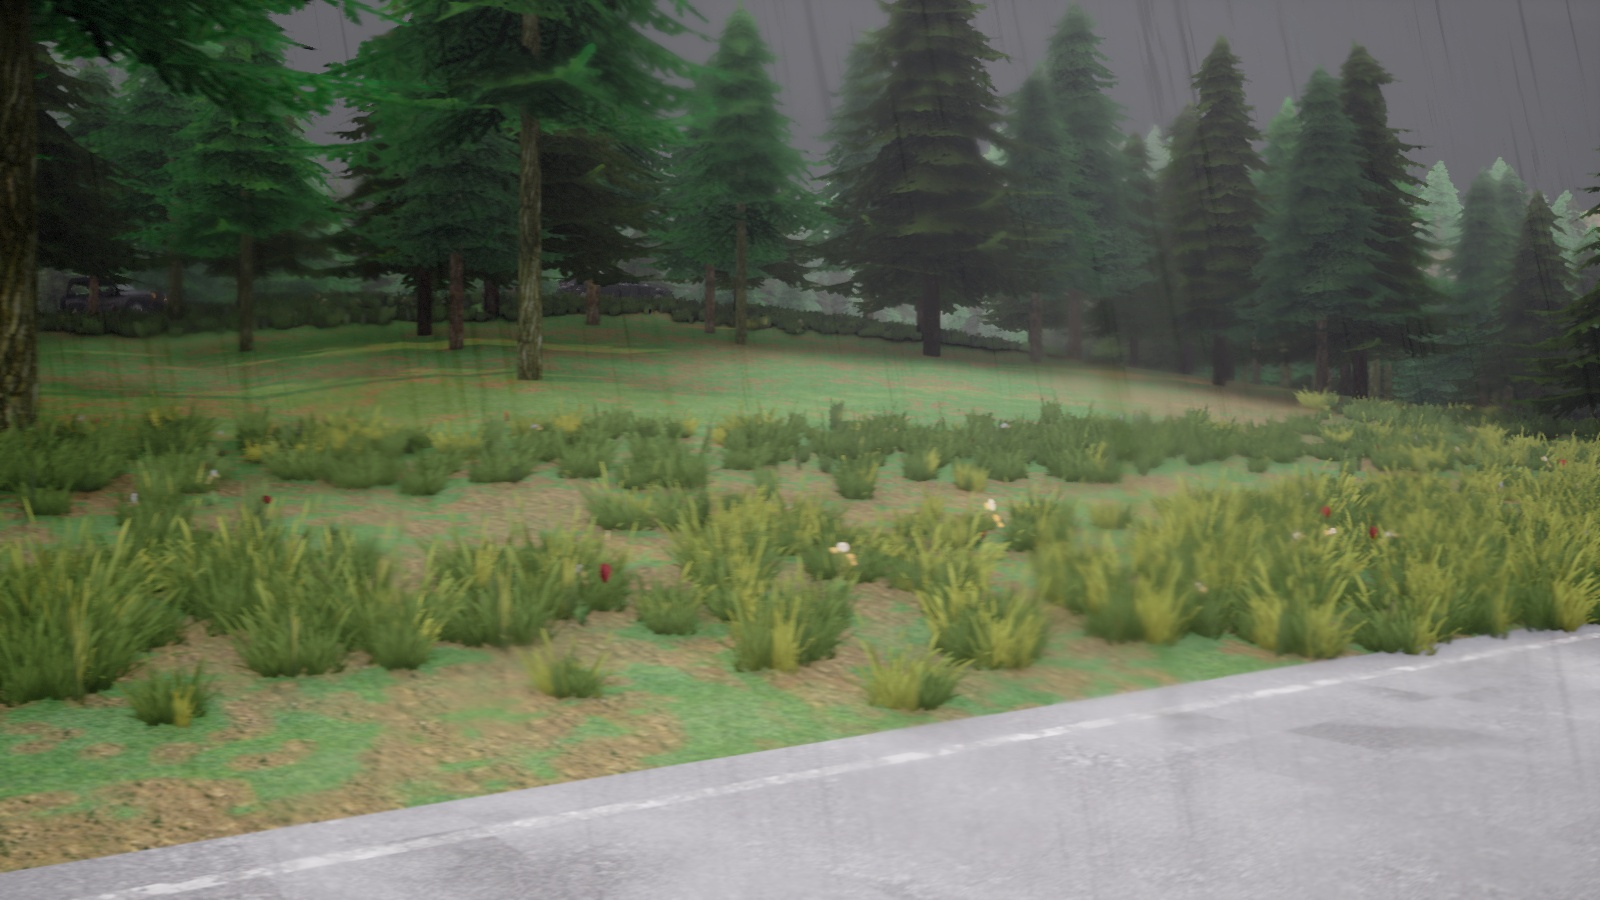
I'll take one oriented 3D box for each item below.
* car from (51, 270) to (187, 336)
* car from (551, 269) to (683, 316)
[{"bbox_3d":[-25.152,-5.396,46.435,3.866,1.878,1.905,-5,0,4],"label":"car"},{"bbox_3d":[-7.364,-6.318,50.635,4.892,1.490,1.837,-1,1,-27],"label":"car"}]
